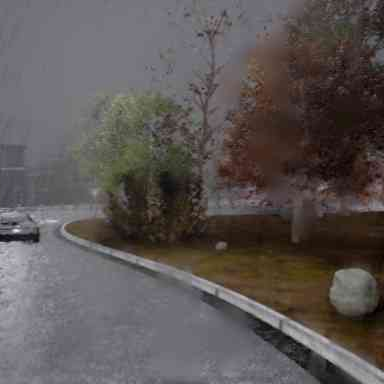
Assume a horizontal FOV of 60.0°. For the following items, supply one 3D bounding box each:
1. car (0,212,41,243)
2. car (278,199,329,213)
[{"bbox_3d":[-8.551,1.647,16.018,1.994,1.385,4.181,-1,0,-31],"label":"car"},{"bbox_3d":[10.679,1.266,31.683,4.892,1.490,1.837,-1,1,-10],"label":"car"}]
